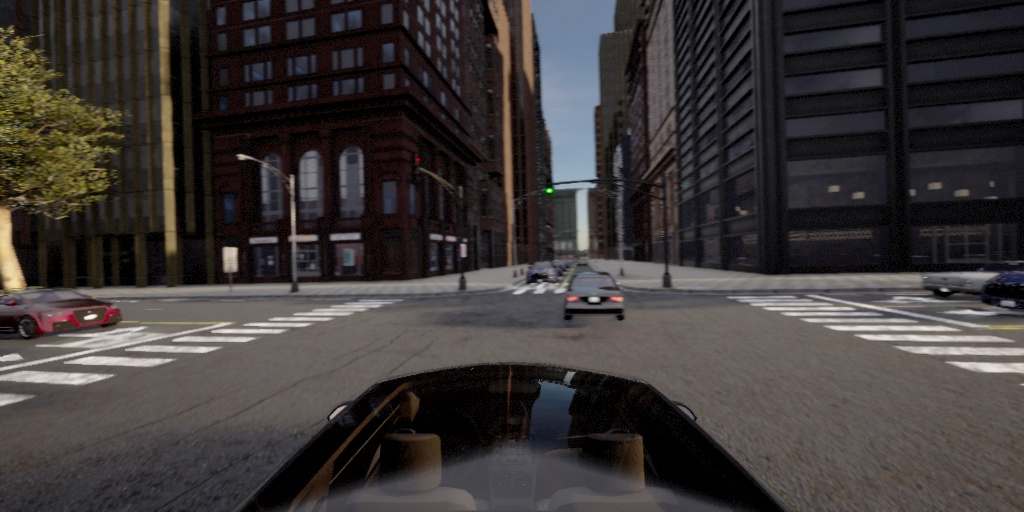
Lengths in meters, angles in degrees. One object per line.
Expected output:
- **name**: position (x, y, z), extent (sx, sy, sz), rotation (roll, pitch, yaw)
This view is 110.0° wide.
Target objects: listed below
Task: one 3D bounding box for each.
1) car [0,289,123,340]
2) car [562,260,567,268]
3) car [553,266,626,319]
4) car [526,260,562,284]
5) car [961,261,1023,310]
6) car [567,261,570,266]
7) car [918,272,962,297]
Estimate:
- **car**: position (-15.299, 1.811, 11.738), extent (4.181, 1.385, 1.994), rotation (-2, 0, 11)
- **car**: position (4.221, 1.319, 36.641), extent (1.994, 1.385, 4.181), rotation (-2, 0, 11)
- **car**: position (2.764, 1.244, 12.390), extent (2.033, 1.411, 5.357), rotation (-2, 0, 11)
- **car**: position (2.324, 1.118, 26.862), extent (2.097, 1.767, 4.553), rotation (-2, 0, 11)
- **car**: position (15.595, 0.625, 9.283), extent (4.553, 1.767, 2.097), rotation (-2, 0, 11)
- **car**: position (6.207, 1.293, 46.667), extent (2.033, 1.411, 5.357), rotation (-2, 0, 11)
- **car**: position (17.318, 0.817, 12.261), extent (4.718, 1.301, 1.895), rotation (-2, 0, 8)
